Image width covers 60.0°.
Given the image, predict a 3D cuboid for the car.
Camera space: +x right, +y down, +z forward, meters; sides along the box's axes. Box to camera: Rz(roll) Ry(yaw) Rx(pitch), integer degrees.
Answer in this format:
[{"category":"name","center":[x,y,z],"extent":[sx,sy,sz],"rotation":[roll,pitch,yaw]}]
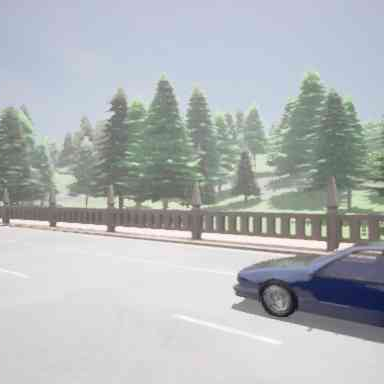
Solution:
[{"category":"car","center":[3.417,1.590,5.830],"extent":[5.357,1.411,2.033],"rotation":[-1,-1,36]}]
